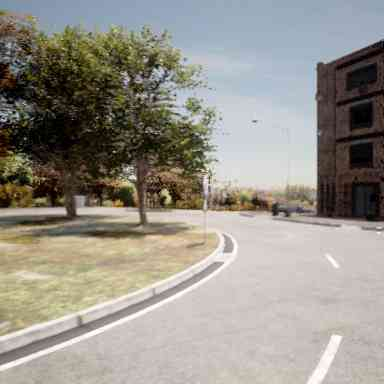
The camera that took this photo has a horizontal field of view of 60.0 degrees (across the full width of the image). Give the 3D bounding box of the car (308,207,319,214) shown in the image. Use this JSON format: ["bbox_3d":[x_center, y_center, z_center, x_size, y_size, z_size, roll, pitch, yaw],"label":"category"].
[{"bbox_3d":[31.142,4.734,85.212,2.185,1.767,4.553,0,-3,28],"label":"car"}]

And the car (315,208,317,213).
[{"bbox_3d":[28.555,4.403,80.341,2.185,1.767,4.553,0,-3,28],"label":"car"}]

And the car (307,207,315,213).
[{"bbox_3d":[25.920,4.231,75.375,2.002,1.452,4.674,0,-3,28],"label":"car"}]

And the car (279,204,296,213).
[{"bbox_3d":[15.621,2.908,55.935,2.002,1.452,4.674,2,-3,28],"label":"car"}]

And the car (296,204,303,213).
[{"bbox_3d":[18.179,3.227,60.790,2.163,1.488,4.792,0,-3,28],"label":"car"}]

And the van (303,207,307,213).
[{"bbox_3d":[20.811,3.309,65.752,1.878,1.987,4.442,0,-3,28],"label":"van"}]
